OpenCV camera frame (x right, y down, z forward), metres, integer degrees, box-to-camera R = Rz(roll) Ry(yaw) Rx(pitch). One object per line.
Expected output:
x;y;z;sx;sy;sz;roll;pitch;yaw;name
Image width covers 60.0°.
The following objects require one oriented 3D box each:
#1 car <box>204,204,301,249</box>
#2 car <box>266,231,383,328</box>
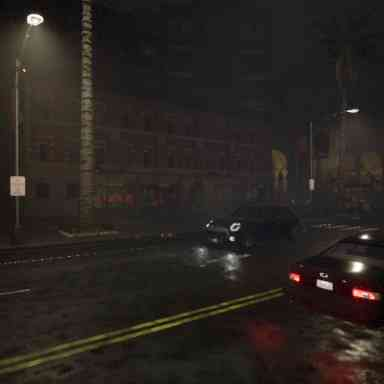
2.729;1.352;14.653;4.553;1.767;2.097;0;0;-36;car
4.182;1.547;6.844;5.357;1.411;2.033;0;0;-36;car
